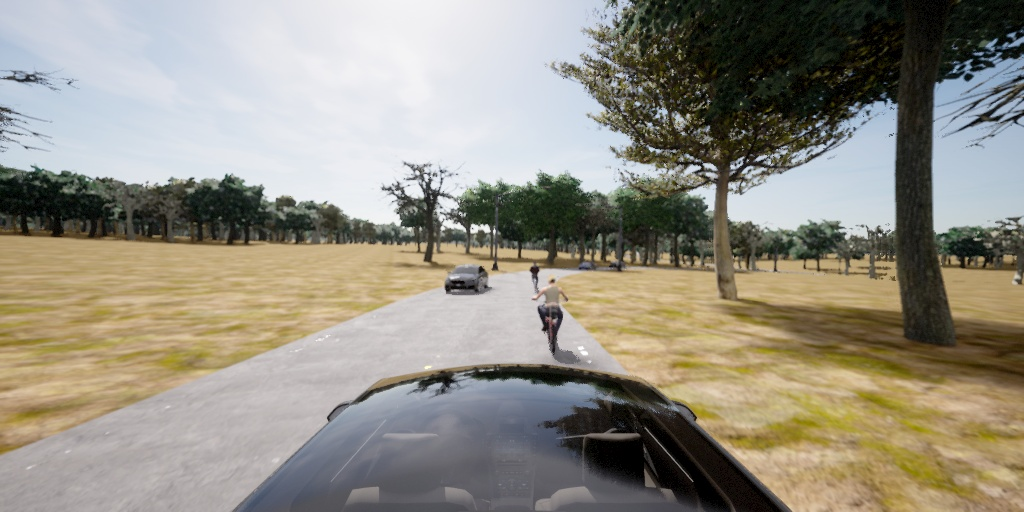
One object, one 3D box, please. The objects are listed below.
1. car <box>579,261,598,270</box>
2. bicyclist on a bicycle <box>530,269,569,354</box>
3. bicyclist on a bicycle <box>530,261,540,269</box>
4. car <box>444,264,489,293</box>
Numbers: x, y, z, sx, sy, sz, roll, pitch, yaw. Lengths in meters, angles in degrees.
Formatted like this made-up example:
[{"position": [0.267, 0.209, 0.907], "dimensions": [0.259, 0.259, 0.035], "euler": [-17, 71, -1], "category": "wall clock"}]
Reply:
[{"position": [12.543, 1.609, 58.894], "dimensions": [2.033, 1.411, 5.357], "euler": [1, 0, 29], "category": "car"}, {"position": [0.844, 1.180, 7.773], "dimensions": [0.866, 1.612, 1.509], "euler": [0, 1, 0], "category": "bicyclist on a bicycle"}, {"position": [1.336, 1.164, 20.791], "dimensions": [0.659, 1.776, 1.843], "euler": [1, 0, 5], "category": "bicyclist on a bicycle"}, {"position": [-2.534, 1.252, 20.847], "dimensions": [1.837, 1.490, 4.892], "euler": [0, 0, 5], "category": "car"}]
